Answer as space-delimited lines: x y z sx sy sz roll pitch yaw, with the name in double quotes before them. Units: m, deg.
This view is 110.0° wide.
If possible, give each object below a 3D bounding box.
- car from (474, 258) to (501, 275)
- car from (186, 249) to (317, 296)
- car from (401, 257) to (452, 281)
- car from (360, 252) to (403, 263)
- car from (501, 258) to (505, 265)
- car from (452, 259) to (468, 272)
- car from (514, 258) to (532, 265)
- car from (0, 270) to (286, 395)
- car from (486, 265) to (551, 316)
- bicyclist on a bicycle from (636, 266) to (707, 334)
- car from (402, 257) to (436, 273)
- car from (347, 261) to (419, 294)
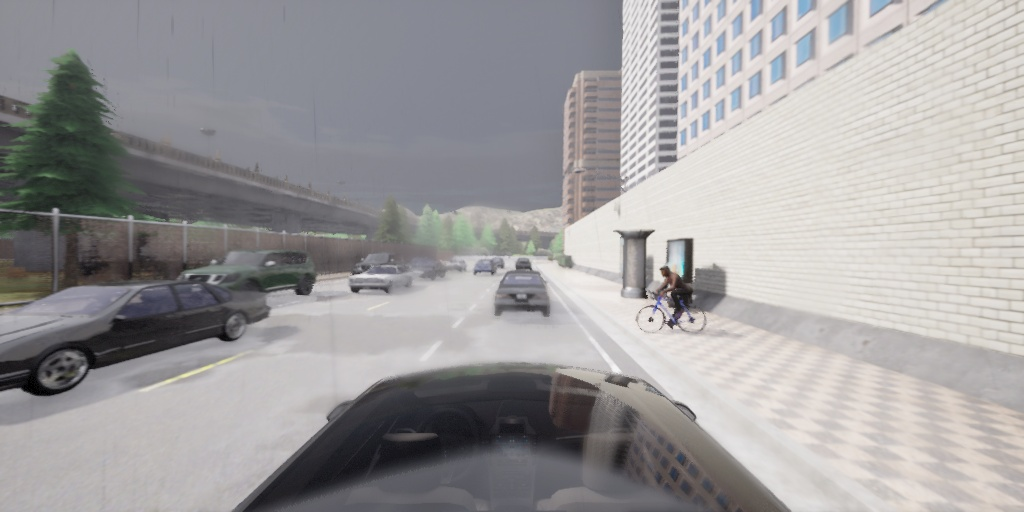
"car" -2.473 1.034 34.114 2.033 1.411 5.357 1 0 2
"car" -10.255 0.748 14.502 2.150 2.045 5.566 1 0 2
"car" -6.263 1.021 26.813 2.128 1.511 4.902 1 0 2
"car" -9.759 0.754 26.893 2.150 2.045 5.566 1 0 2
"car" -2.003 0.936 48.760 2.033 1.411 5.357 1 0 2
"car" -5.914 1.016 37.769 1.895 1.301 4.718 1 0 2
"car" 1.310 0.989 41.426 1.837 1.490 4.892 1 0 2
"car" -7.012 1.171 6.628 2.033 1.411 5.357 1 0 2
"car" 0.380 1.222 12.996 2.033 1.411 5.357 1 0 2
"bicyclist on a bicycle" 3.774 1.053 8.481 1.656 1.620 0.582 1 0 2
"car" -9.453 0.866 36.854 2.128 1.511 4.902 1 1 2
"car" -6.623 1.144 18.661 1.895 1.301 4.718 1 0 2
